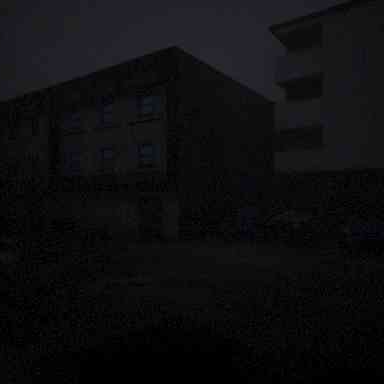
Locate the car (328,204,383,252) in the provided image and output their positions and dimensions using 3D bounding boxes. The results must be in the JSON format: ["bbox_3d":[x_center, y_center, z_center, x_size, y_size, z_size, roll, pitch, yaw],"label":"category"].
[{"bbox_3d":[7.501,1.351,13.010,4.611,1.667,2.242,0,0,-44],"label":"car"}]

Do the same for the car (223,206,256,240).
[{"bbox_3d":[3.120,1.431,16.355,3.633,1.501,1.845,0,0,-44],"label":"car"}]

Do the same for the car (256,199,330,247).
[{"bbox_3d":[4.842,1.254,14.625,3.866,1.878,1.905,0,0,-44],"label":"car"}]
